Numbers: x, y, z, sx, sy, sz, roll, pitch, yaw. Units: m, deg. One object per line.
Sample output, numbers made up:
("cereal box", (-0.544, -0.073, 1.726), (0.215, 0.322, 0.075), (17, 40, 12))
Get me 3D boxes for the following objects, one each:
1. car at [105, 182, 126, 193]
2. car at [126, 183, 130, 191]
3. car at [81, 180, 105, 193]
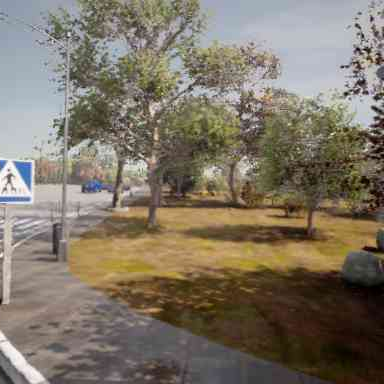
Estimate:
("car", (-12.448, -0.518, 54.075), (1.994, 1.385, 4.181), (2, 3, -3))
("car", (-13.002, -1.026, 63.494), (1.994, 1.385, 4.181), (2, 3, -3))
("car", (-15.878, -0.917, 52.676), (2.150, 2.045, 5.566), (2, 3, -2))
